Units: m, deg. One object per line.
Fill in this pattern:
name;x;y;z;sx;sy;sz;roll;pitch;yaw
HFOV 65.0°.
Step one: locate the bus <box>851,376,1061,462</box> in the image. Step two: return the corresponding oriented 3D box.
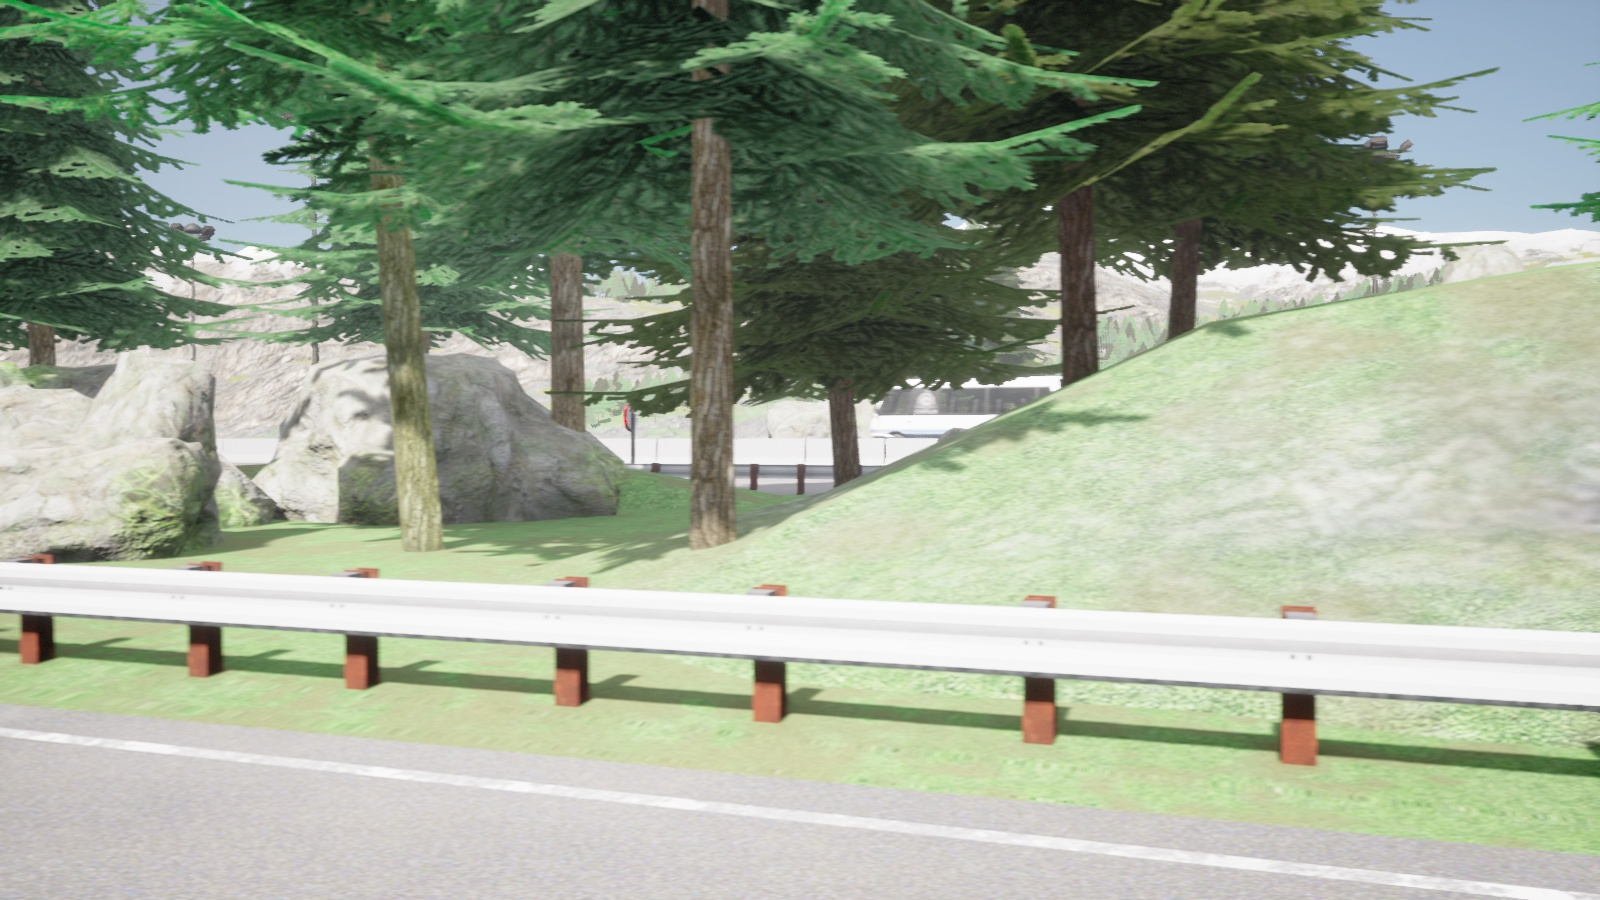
bus;8.167;-1.595;65.680;10.273;4.253;3.944;1;1;19
